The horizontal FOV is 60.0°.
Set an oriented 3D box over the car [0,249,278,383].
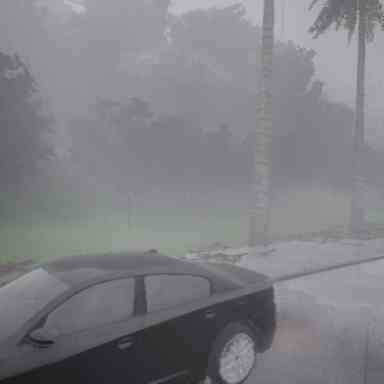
[{"bbox_3d":[-1.181,1.488,3.768,5.008,1.535,1.882,1,0,-36],"label":"car"}]
